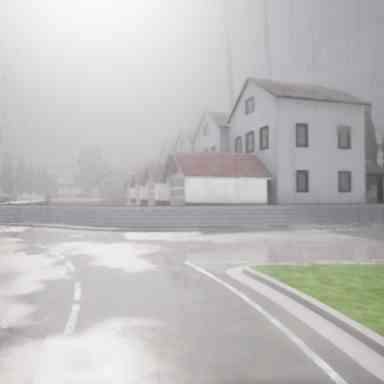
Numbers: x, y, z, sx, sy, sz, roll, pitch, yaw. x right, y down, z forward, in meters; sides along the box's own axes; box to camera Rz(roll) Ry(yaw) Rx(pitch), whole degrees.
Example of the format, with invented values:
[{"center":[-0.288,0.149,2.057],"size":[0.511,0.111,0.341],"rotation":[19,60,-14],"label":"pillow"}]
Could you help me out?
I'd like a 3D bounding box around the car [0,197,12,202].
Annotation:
[{"center":[-34.027,1.935,60.073],"size":[2.150,2.045,5.566],"rotation":[0,0,-16],"label":"car"}]
